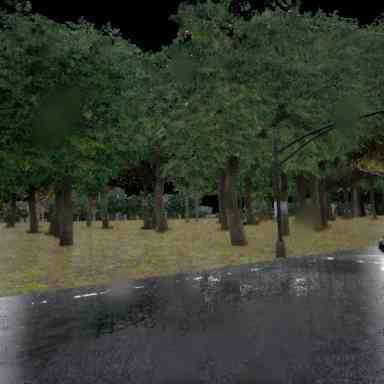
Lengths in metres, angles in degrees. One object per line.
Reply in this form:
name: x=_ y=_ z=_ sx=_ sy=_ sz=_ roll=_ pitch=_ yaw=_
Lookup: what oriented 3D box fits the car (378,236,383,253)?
car: x=11.348 y=2.355 z=16.887 sx=4.181 sy=1.385 sz=1.994 roll=1 pitch=-6 yaw=-32
